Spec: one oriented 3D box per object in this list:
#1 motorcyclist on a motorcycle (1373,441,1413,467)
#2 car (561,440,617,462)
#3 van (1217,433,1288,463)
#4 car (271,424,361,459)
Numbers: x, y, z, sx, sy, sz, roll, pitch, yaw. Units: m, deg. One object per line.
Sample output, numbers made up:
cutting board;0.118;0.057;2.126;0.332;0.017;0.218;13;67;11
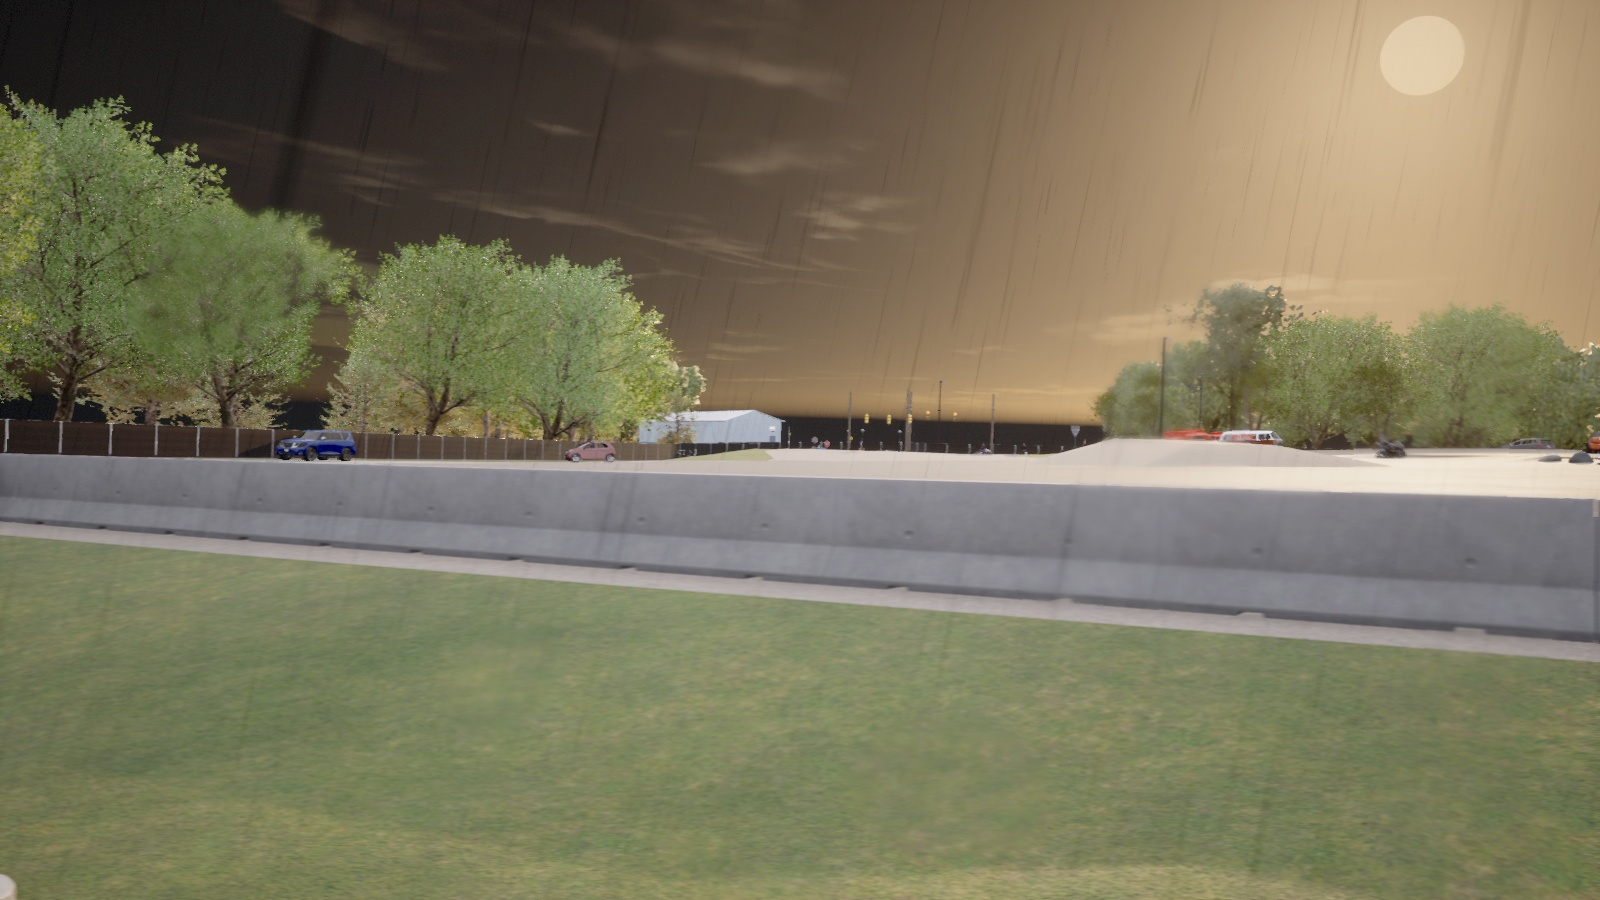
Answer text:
motorcyclist on a motorcycle;36.372;0.274;77.048;0.866;1.530;2.191;-3;0;-22
car;-15.152;0.089;90.213;3.633;1.501;1.845;0;-1;-21
van;33.414;-0.146;92.857;4.480;2.038;2.069;-2;-2;38
car;-30.930;-0.524;80.412;2.150;2.045;5.566;3;0;20
